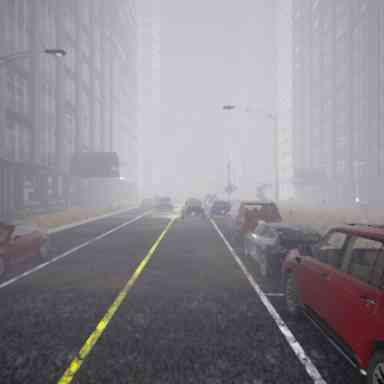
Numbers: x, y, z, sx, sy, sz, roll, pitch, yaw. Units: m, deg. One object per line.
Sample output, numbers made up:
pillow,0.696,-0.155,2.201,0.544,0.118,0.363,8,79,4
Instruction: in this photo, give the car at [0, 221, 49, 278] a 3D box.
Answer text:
car,-5.688,1.545,9.818,1.802,1.307,4.206,0,0,0

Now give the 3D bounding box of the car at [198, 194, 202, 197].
car,0.095,1.356,45.044,1.812,1.442,4.674,0,0,0

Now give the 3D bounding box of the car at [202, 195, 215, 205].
car,2.689,1.237,54.133,1.967,1.590,4.097,0,0,0

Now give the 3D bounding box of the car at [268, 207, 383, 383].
car,2.694,1.299,4.280,2.192,1.841,5.009,0,0,0

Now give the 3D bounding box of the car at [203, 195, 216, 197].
car,2.690,1.405,43.055,1.947,1.339,4.313,0,0,0

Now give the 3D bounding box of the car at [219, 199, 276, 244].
car,2.693,1.258,15.358,2.192,1.841,5.009,0,0,0

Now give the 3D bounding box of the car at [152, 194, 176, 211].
car,-3.095,1.335,38.081,1.882,1.535,5.008,0,0,0

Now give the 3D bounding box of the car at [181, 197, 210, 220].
car,0.096,1.391,27.068,2.128,1.511,4.902,0,0,0

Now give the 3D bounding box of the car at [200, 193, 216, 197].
car,2.690,1.133,48.593,2.192,1.841,5.009,0,0,0

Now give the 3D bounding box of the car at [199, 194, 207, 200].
car,2.686,1.215,81.999,1.752,1.417,4.829,0,0,0

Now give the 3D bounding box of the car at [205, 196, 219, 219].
car,2.358,1.371,28.379,1.882,1.535,5.008,0,0,0

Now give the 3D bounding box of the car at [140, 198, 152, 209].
car,-5.691,1.421,43.054,1.802,1.307,4.206,0,0,0

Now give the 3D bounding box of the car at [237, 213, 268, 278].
car,2.693,1.529,9.820,1.947,1.339,4.313,0,0,0

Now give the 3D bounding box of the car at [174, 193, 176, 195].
car,-5.695,1.192,92.907,1.887,1.381,4.507,0,0,0

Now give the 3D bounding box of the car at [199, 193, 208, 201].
car,2.687,1.152,76.290,1.967,1.590,4.097,0,0,0
